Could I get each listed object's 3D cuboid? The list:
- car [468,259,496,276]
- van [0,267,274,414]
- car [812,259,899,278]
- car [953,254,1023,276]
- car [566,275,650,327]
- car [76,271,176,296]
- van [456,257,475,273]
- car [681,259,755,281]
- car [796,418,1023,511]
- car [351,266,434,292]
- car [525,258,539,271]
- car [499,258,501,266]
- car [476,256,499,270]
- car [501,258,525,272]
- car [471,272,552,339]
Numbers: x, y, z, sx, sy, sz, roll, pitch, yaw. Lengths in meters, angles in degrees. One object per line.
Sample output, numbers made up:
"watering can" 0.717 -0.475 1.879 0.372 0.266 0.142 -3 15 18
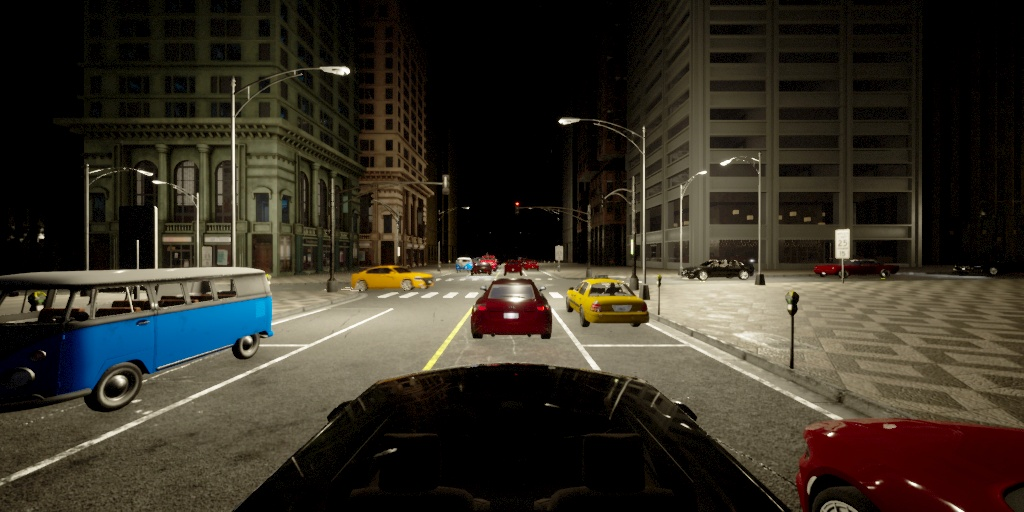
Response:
"car" -3.134 1.325 37.828 1.994 1.385 4.181 0 0 1
"van" -5.766 1.091 5.738 1.690 1.789 3.998 0 0 0
"car" 24.802 0.905 25.989 4.718 1.301 1.895 -1 0 0
"car" 35.133 0.641 25.955 4.892 1.490 1.837 -1 0 0
"car" 2.758 1.276 11.317 1.751 1.417 4.829 0 0 0
"car" -24.545 1.721 22.914 4.181 1.385 1.994 -1 0 0
"van" -5.828 1.106 43.722 1.690 1.789 3.998 0 0 0
"car" 14.882 0.975 26.016 4.892 1.490 1.837 -1 0 0
"car" 2.765 1.295 0.567 1.888 1.381 4.507 0 0 0
"car" -7.056 1.303 21.200 5.008 1.535 1.882 -2 -2 18
"car" 2.722 1.314 49.240 1.888 1.381 4.507 0 0 0
"car" -3.151 1.378 57.562 1.895 1.301 4.718 0 0 0
"car" -3.157 0.990 47.455 2.150 2.045 5.566 0 0 -1
"car" 0.104 1.240 39.372 1.882 1.535 5.008 0 0 0
"car" 0.023 1.315 10.084 1.994 1.385 4.181 0 0 1
